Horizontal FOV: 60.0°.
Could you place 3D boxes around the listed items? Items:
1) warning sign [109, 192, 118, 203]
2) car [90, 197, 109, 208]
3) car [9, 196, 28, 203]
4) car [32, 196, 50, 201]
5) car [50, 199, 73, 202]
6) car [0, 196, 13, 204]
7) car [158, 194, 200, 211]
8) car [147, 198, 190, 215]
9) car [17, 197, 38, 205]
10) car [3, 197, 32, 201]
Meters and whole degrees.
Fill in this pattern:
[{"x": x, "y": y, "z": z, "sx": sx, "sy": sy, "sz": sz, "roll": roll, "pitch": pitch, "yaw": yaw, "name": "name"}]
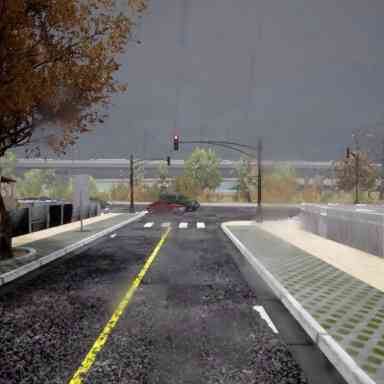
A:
[{"x": -14.237, "y": 0.994, "z": 60.239, "sx": 1.060, "sy": 1.860, "sz": 1.300, "roll": 2, "pitch": 1, "yaw": 36, "name": "warning sign"}, {"x": -14.240, "y": 1.502, "z": 48.543, "sx": 4.553, "sy": 1.767, "sz": 2.097, "roll": -1, "pitch": 2, "yaw": 36, "name": "car"}, {"x": -38.974, "y": 1.679, "z": 74.676, "sx": 4.718, "sy": 1.301, "sz": 1.895, "roll": -1, "pitch": 2, "yaw": 36, "name": "car"}, {"x": -27.577, "y": 1.771, "z": 58.296, "sx": 4.892, "sy": 1.490, "sz": 1.837, "roll": -1, "pitch": 2, "yaw": 37, "name": "car"}, {"x": -17.161, "y": 1.760, "z": 46.655, "sx": 4.902, "sy": 1.511, "sz": 2.128, "roll": -1, "pitch": 2, "yaw": 36, "name": "car"}, {"x": -40.861, "y": 1.694, "z": 72.029, "sx": 4.892, "sy": 1.490, "sz": 1.837, "roll": -1, "pitch": 2, "yaw": 36, "name": "car"}, {"x": -1.718, "y": 1.263, "z": 39.432, "sx": 5.566, "sy": 2.045, "sz": 2.150, "roll": -1, "pitch": 2, "yaw": 36, "name": "car"}, {"x": -2.872, "y": 1.668, "z": 36.266, "sx": 4.674, "sy": 1.442, "sz": 1.812, "roll": -1, "pitch": 1, "yaw": 36, "name": "car"}, {"x": -32.651, "y": 1.745, "z": 66.066, "sx": 4.674, "sy": 1.442, "sz": 1.812, "roll": -1, "pitch": 2, "yaw": 36, "name": "car"}, {"x": -29.421, "y": 1.727, "z": 55.603, "sx": 4.553, "sy": 1.767, "sz": 2.097, "roll": 0, "pitch": 2, "yaw": 36, "name": "car"}]
